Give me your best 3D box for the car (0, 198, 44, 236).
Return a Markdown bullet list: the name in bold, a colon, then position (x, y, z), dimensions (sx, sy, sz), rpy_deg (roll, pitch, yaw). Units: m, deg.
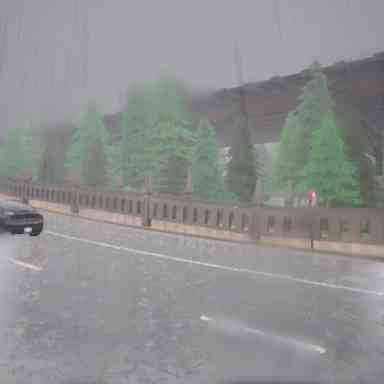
- **car**: position (-8.178, 1.027, 14.052), dimensions (4.892, 1.490, 1.837), rpy_deg (5, 3, 36)
